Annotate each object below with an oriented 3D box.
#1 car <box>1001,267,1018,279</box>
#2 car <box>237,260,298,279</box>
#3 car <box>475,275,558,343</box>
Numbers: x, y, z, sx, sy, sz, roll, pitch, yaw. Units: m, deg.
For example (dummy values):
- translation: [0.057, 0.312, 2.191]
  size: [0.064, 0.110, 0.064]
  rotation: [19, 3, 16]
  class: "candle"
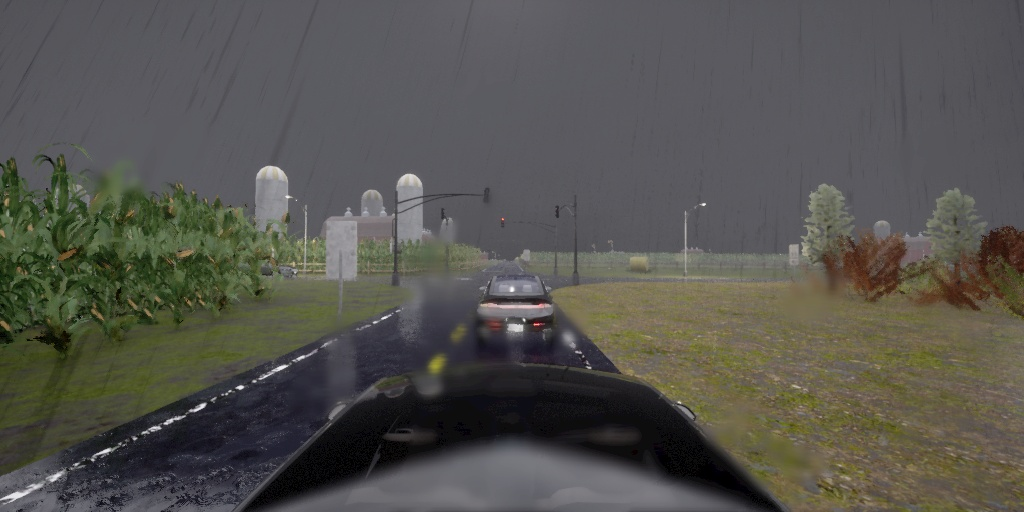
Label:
- translation: [48.659, 1.720, 33.524]
  size: [4.674, 1.442, 1.812]
  rotation: [1, -1, -5]
  class: "car"
- translation: [-19.947, 1.059, 28.811]
  size: [4.902, 1.511, 2.128]
  rotation: [0, -1, -4]
  class: "car"
- translation: [0.099, 1.245, 9.660]
  size: [2.128, 1.511, 4.902]
  rotation: [0, 0, 0]
  class: "car"
